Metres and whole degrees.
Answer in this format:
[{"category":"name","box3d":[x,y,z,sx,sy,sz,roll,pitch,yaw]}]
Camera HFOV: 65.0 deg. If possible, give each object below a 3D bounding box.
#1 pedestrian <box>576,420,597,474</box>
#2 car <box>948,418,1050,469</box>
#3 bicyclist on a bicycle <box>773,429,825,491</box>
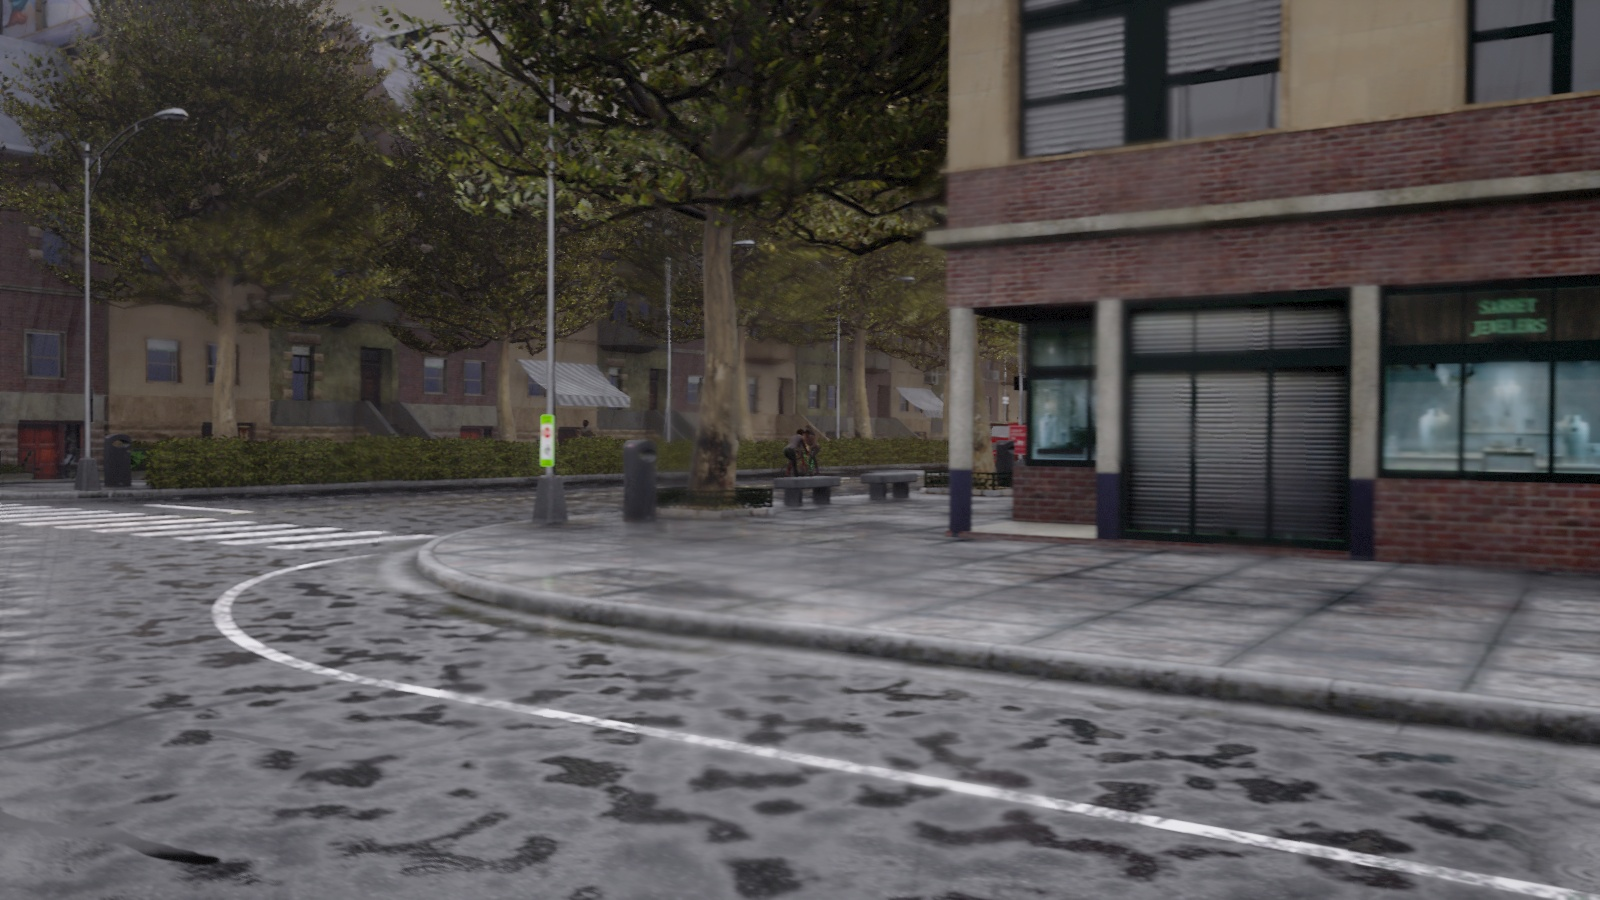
[{"category":"pedestrian","box3d":[-7.828,-0.113,46.024,0.396,1.930,0.692,0,1,32]},{"category":"car","box3d":[8.503,-0.315,53.308,2.150,2.045,5.566,0,1,33]},{"category":"bicyclist on a bicycle","box3d":[-0.011,0.254,33.975,0.582,1.620,1.656,0,1,33]}]
